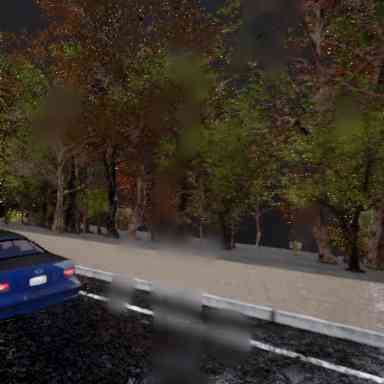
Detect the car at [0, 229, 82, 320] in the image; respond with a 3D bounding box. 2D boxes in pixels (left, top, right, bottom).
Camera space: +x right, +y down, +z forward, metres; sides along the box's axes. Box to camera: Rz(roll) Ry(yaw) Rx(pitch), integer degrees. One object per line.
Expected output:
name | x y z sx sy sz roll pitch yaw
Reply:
car | -4.589 1.495 6.962 5.357 1.411 2.033 1 0 36
